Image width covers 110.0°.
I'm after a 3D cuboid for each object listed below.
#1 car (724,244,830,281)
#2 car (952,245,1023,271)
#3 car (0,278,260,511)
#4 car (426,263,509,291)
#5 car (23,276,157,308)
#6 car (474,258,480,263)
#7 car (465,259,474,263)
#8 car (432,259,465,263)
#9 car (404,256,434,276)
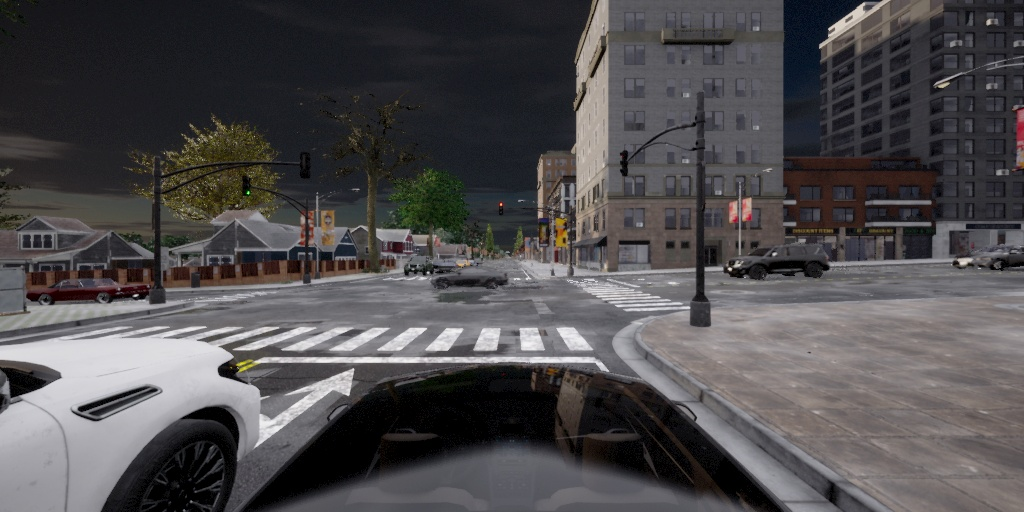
[{"bbox_3d":[16.071,0.368,21.901,5.566,2.045,2.150,-2,0,0],"label":"car"},{"bbox_3d":[30.087,0.108,21.948,4.902,1.511,2.128,-2,0,0],"label":"car"},{"bbox_3d":[-3.145,0.972,0.558,2.150,2.045,5.566,0,0,0],"label":"car"},{"bbox_3d":[-2.492,1.313,21.668,4.674,1.442,1.812,0,0,-2],"label":"car"},{"bbox_3d":[-21.640,1.805,18.534,4.718,1.301,1.895,-2,0,0],"label":"car"},{"bbox_3d":[-6.646,1.329,57.028,1.812,1.442,4.674,0,0,0],"label":"car"},{"bbox_3d":[-6.643,1.258,47.692,1.882,1.535,5.008,0,0,0],"label":"car"},{"bbox_3d":[-6.633,1.313,37.900,2.033,1.411,5.357,0,0,0],"label":"car"},{"bbox_3d":[-9.880,0.988,38.593,2.150,2.045,5.566,0,0,0],"label":"car"}]
